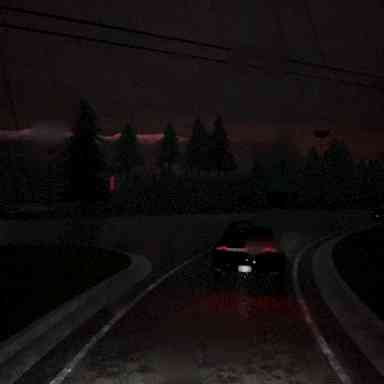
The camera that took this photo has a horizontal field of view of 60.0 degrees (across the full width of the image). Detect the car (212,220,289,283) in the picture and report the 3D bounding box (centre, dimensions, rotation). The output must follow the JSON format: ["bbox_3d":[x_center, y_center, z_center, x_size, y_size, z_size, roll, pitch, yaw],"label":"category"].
[{"bbox_3d":[1.870,1.617,10.171,2.128,1.511,4.902,0,-1,15],"label":"car"}]

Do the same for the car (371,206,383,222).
[{"bbox_3d":[17.740,1.882,29.227,4.674,1.442,1.812,0,-1,-28],"label":"car"}]
